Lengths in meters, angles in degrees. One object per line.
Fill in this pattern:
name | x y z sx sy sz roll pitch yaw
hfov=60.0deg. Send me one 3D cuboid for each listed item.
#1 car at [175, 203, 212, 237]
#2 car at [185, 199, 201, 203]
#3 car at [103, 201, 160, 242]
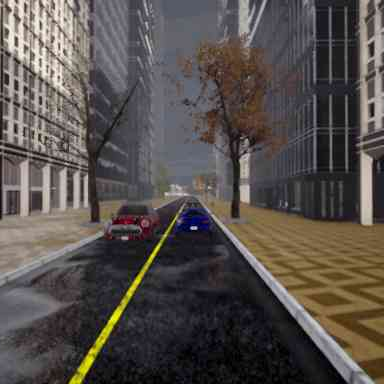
car | 0.093 1.528 17.884 1.812 1.442 4.674 0 0 0
car | 0.084 1.553 40.598 2.033 1.411 5.357 0 0 0
car | -2.802 1.353 16.260 2.097 1.767 4.553 0 0 0
